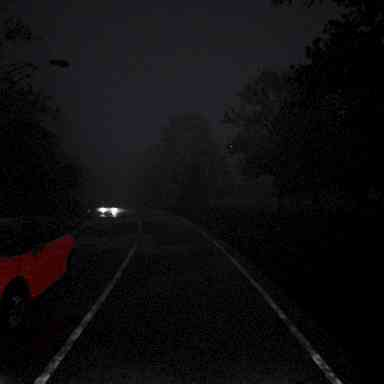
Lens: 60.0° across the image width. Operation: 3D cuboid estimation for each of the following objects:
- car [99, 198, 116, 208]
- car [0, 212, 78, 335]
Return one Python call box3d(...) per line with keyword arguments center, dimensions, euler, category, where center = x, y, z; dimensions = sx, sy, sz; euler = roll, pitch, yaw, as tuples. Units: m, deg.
box3d(center=(-11.925, 1.453, 46.878), dimensions=(1.895, 1.301, 4.718), euler=(2, 0, -20), category="car")
box3d(center=(-3.868, 1.346, 6.599), dimensions=(2.097, 1.767, 4.553), euler=(0, 0, -3), category="car")
